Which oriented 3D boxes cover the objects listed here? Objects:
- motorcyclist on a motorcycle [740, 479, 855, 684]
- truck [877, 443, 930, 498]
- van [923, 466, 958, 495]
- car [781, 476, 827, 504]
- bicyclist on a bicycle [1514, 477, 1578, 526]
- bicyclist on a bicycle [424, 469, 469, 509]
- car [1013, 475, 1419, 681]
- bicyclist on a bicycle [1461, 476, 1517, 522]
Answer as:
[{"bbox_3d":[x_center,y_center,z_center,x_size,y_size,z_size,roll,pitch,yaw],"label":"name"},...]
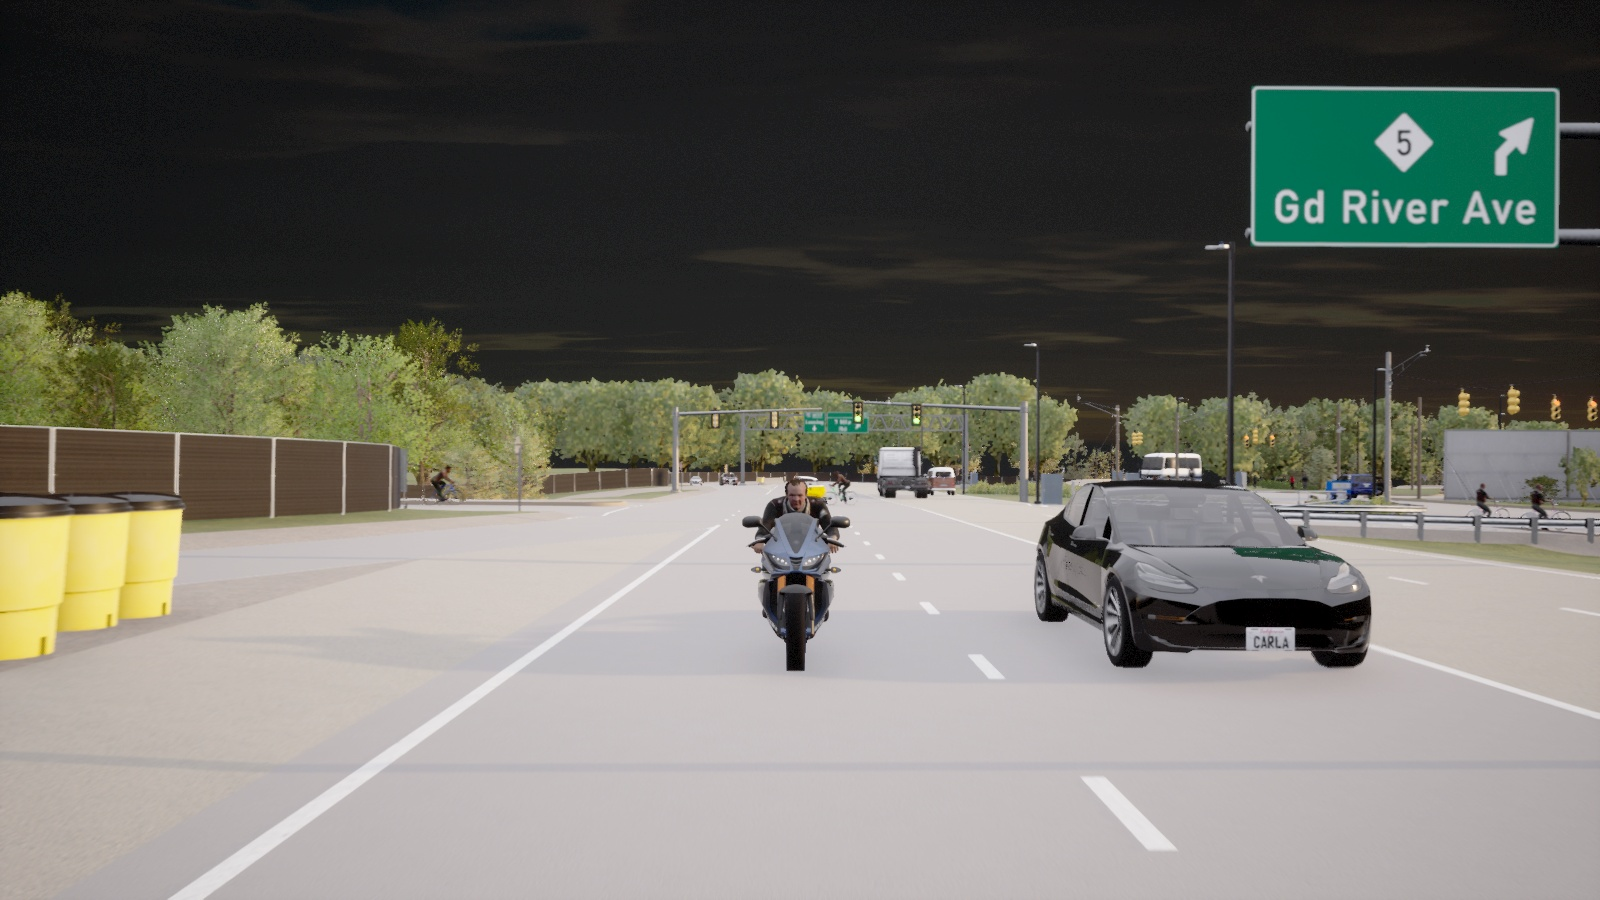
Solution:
[{"bbox_3d":[-0.025,1.024,10.618,0.866,1.530,2.191,0,-1,0],"label":"motorcyclist on a motorcycle"},{"bbox_3d":[6.800,1.362,83.555,2.891,3.462,7.936,0,-1,0],"label":"truck"},{"bbox_3d":[10.283,2.213,92.023,2.069,2.038,4.480,0,-1,0],"label":"van"},{"bbox_3d":[0.173,1.970,61.943,2.207,1.376,1.481,0,-1,-1],"label":"car"},{"bbox_3d":[28.008,1.929,47.166,1.843,1.776,0.659,-3,-1,6],"label":"bicyclist on a bicycle"},{"bbox_3d":[-14.242,1.574,50.648,1.656,1.620,0.582,0,-1,-1],"label":"bicyclist on a bicycle"},{"bbox_3d":[3.473,0.991,11.663,2.163,1.488,4.792,0,-1,0],"label":"car"},{"bbox_3d":[27.956,1.983,50.982,1.843,1.776,0.659,-3,0,-4],"label":"bicyclist on a bicycle"}]
